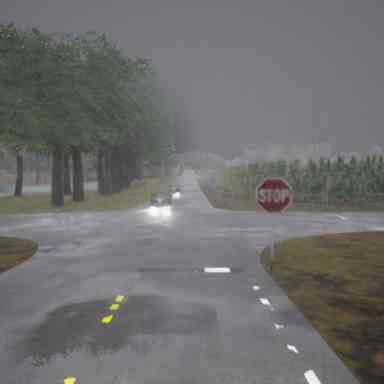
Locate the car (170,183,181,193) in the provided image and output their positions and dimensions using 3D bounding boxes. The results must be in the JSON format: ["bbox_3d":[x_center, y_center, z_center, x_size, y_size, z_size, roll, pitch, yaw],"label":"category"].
[{"bbox_3d":[-2.857,-0.749,55.441,2.128,1.511,4.902,0,3,0],"label":"car"}]

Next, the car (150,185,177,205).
[{"bbox_3d":[-2.811,0.438,31.403,2.128,1.511,4.902,0,3,0],"label":"car"}]
